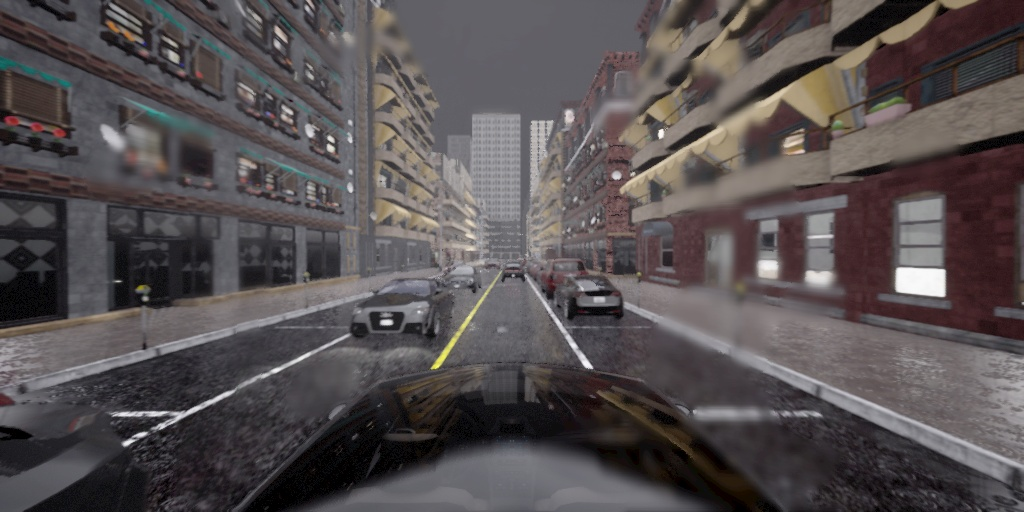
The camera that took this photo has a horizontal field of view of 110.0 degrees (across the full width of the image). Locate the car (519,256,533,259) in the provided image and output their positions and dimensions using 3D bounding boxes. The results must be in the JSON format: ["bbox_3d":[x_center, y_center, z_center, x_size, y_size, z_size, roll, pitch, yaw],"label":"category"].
[{"bbox_3d":[2.571,1.055,56.959,2.192,1.841,5.009,0,0,0],"label":"car"}]

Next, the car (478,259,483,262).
[{"bbox_3d":[-5.309,1.267,62.317,1.751,1.417,4.829,0,0,0],"label":"car"}]

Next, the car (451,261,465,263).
[{"bbox_3d":[-5.311,1.188,34.742,1.967,1.591,4.097,0,0,0],"label":"car"}]

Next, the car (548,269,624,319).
[{"bbox_3d":[2.568,1.314,12.566,1.948,1.339,4.313,0,0,0],"label":"car"}]

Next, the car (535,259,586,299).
[{"bbox_3d":[2.568,1.063,18.115,2.192,1.841,5.009,0,0,0],"label":"car"}]

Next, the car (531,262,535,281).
[{"bbox_3d":[2.569,1.298,23.664,2.007,1.370,4.403,0,0,0],"label":"car"}]

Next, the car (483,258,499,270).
[{"bbox_3d":[-2.803,1.095,53.684,2.097,1.767,4.553,0,0,0],"label":"car"}]

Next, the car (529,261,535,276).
[{"bbox_3d":[2.569,1.329,29.214,1.802,1.307,4.207,0,0,0],"label":"car"}]

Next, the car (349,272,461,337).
[{"bbox_3d":[-2.834,1.315,10.099,1.994,1.385,4.181,0,0,0],"label":"car"}]

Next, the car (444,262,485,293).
[{"bbox_3d":[-2.793,1.275,20.709,1.812,1.442,4.674,0,0,0],"label":"car"}]

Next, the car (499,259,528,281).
[{"bbox_3d":[0.105,1.254,29.808,1.837,1.490,4.892,0,0,0],"label":"car"}]

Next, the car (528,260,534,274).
[{"bbox_3d":[2.569,1.328,34.763,1.802,1.307,4.207,0,0,0],"label":"car"}]

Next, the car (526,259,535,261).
[{"bbox_3d":[2.570,1.310,40.312,1.948,1.339,4.313,0,0,0],"label":"car"}]
